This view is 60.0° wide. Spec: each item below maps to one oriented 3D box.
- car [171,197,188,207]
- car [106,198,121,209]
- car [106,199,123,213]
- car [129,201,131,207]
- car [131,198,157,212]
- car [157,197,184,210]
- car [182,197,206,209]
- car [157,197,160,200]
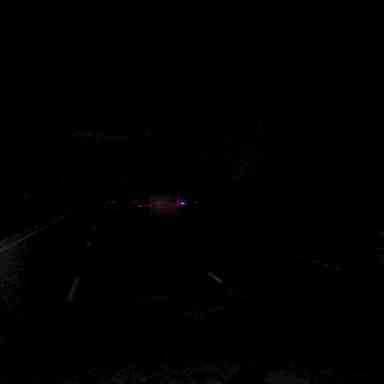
[{"bbox_3d":[-2.043,1.567,54.120,1.812,1.442,4.674,-1,0,-14],"label":"car"},{"bbox_3d":[-12.212,1.792,51.511,2.128,1.511,4.902,-1,0,-14],"label":"car"},{"bbox_3d":[-9.627,1.728,41.444,2.128,1.511,4.902,-1,0,-14],"label":"car"},{"bbox_3d":[-8.821,1.761,52.379,2.033,1.411,5.357,-1,0,-14],"label":"car"},{"bbox_3d":[-6.218,1.697,42.243,2.033,1.411,5.357,-1,0,-14],"label":"car"},{"bbox_3d":[-2.883,1.665,43.328,1.895,1.301,4.718,-1,0,-14],"label":"car"},{"bbox_3d":[0.510,1.470,44.172,2.128,1.511,4.902,-1,0,-14],"label":"car"},{"bbox_3d":[-5.433,1.632,53.250,1.837,1.490,4.892,-1,0,-14],"label":"car"}]
